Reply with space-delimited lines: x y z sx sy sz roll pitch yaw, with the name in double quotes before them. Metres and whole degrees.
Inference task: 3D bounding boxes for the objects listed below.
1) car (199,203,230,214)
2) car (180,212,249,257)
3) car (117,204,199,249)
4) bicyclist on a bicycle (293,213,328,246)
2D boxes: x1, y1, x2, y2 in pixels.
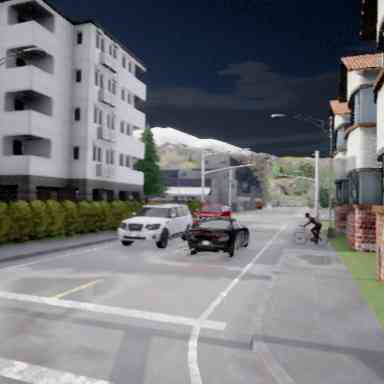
"car" 1.709 1.978 27.420 2.150 2.045 5.566 1 -2 20
"car" 1.367 1.912 15.232 1.882 1.535 5.008 1 -2 20
"car" -1.696 1.650 17.485 2.150 2.045 5.566 1 -2 19
"bicyclist on a bicycle" 5.881 1.863 16.509 1.656 1.620 0.582 1 -2 19
